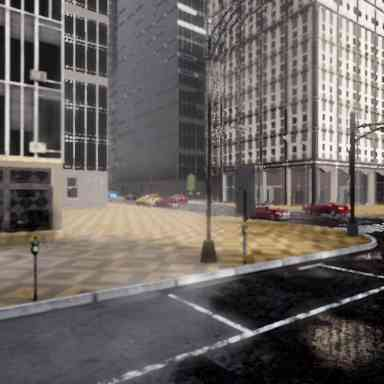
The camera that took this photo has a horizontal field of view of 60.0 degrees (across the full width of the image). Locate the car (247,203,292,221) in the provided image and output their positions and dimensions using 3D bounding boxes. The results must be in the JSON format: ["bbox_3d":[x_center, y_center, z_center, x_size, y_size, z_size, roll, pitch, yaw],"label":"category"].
[{"bbox_3d":[5.876,1.512,26.158,1.802,1.307,4.206,1,0,-32],"label":"car"}]

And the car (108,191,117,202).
[{"bbox_3d":[-15.496,1.045,58.503,1.887,1.381,4.507,1,0,-35],"label":"car"}]

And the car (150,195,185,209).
[{"bbox_3d":[-3.012,1.331,40.119,1.802,1.307,4.206,1,0,-33],"label":"car"}]

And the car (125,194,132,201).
[{"bbox_3d":[-12.021,1.035,67.408,1.947,1.339,4.313,1,0,-36],"label":"car"}]

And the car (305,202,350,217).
[{"bbox_3d":[12.498,1.536,30.847,1.802,1.307,4.206,1,0,-32],"label":"car"}]

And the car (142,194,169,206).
[{"bbox_3d":[-5.363,1.145,48.412,1.882,1.535,5.008,0,1,-34],"label":"car"}]

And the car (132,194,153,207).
[{"bbox_3d":[-5.958,1.215,44.617,1.752,1.417,4.829,1,0,-33],"label":"car"}]

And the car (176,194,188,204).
[{"bbox_3d":[-2.383,1.095,53.956,1.967,1.590,4.097,1,0,-35],"label":"car"}]
